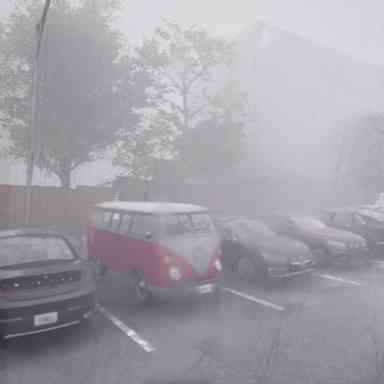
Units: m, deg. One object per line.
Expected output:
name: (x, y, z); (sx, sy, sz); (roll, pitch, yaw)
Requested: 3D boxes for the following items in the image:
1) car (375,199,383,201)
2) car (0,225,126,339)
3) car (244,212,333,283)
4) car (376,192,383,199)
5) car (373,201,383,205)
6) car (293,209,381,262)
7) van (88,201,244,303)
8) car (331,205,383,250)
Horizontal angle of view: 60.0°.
car: (10.338, 1.303, 16.191); (2.097, 1.535, 5.008); (-1, 1, -35)
car: (-3.388, 1.470, 6.550); (2.231, 1.521, 4.892); (1, 0, -35)
car: (1.190, 1.436, 9.780); (2.231, 1.521, 4.892); (-1, 0, -35)
car: (12.636, 1.019, 17.776); (2.435, 2.045, 5.566); (-1, 1, -35)
car: (8.046, 1.337, 14.596); (2.231, 1.521, 4.892); (-1, 1, -35)
car: (3.476, 1.442, 11.381); (2.002, 1.452, 4.674); (-1, 1, -35)
van: (-1.027, 1.237, 8.073); (1.878, 1.987, 4.442); (0, 0, -35)
car: (5.665, 1.372, 12.908); (2.231, 1.521, 4.892); (-1, 1, -35)
